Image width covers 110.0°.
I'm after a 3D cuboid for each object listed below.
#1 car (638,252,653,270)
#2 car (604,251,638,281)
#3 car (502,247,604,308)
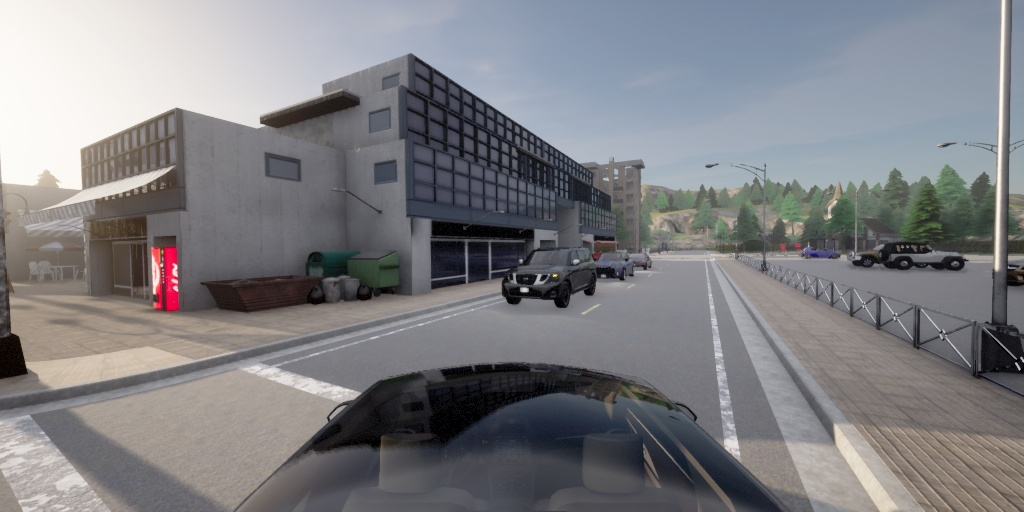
[{"bbox_3d":[11.163,0.406,31.702,1.812,1.442,4.674,0,2,28],"label":"car"},{"bbox_3d":[6.335,0.521,22.681,2.097,1.767,4.553,0,2,28],"label":"car"},{"bbox_3d":[1.698,0.670,14.006,2.150,2.045,5.566,0,2,28],"label":"car"}]
